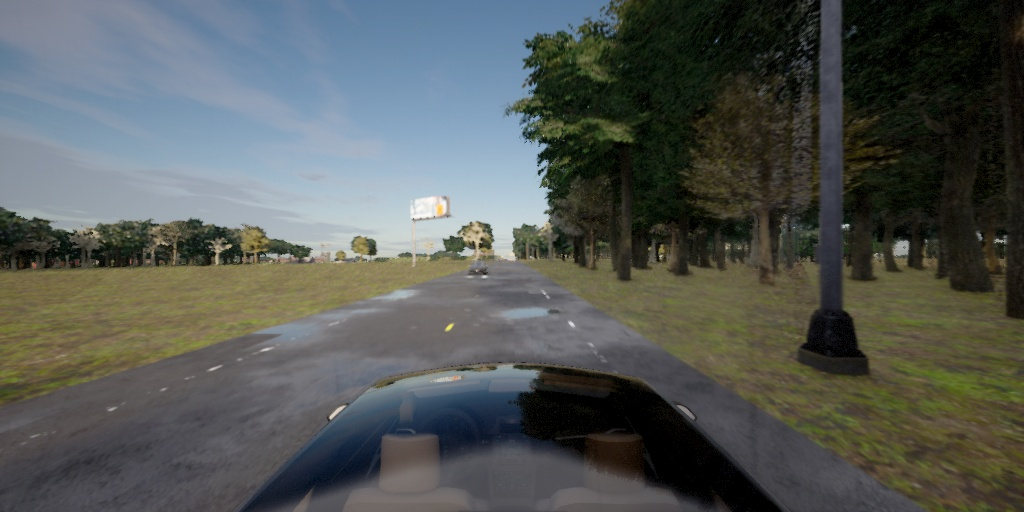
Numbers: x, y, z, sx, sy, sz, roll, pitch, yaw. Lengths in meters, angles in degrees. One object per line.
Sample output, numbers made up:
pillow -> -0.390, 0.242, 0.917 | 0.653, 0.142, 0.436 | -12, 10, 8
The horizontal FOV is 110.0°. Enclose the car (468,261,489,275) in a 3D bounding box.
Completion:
car -> -3.555, 1.274, 38.565 | 1.837, 1.490, 4.892 | 0, 0, 0
